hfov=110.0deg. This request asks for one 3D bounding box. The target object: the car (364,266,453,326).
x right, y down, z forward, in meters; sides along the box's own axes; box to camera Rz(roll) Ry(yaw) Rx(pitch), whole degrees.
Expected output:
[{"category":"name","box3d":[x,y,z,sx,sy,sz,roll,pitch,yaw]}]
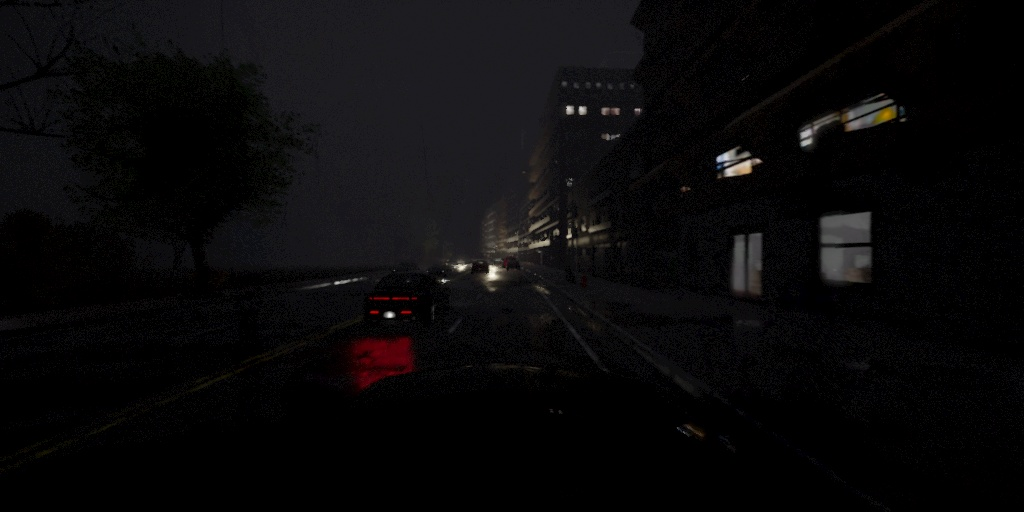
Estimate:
[{"category":"car","box3d":[-3.164,1.256,11.714,1.837,1.490,4.892,0,1,0]}]

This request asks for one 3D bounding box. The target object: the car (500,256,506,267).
[{"category":"car","box3d":[-0.421,0.994,60.469,2.150,2.045,5.566,0,0,-4]}]

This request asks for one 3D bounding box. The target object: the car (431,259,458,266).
[{"category":"car","box3d":[-6.816,1.301,34.190,2.033,1.411,5.357,0,0,-1]}]

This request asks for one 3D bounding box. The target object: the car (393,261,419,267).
[{"category":"car","box3d":[-10.075,1.259,34.382,1.837,1.490,4.892,0,-1,-1]}]

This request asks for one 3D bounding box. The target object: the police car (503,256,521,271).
[{"category":"police car","box3d":[0.149,1.188,50.478,1.930,1.638,5.238,0,0,-3]}]

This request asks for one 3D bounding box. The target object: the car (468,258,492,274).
[{"category":"car","box3d":[-3.600,1.234,41.225,1.882,1.535,5.008,0,0,-2]}]
